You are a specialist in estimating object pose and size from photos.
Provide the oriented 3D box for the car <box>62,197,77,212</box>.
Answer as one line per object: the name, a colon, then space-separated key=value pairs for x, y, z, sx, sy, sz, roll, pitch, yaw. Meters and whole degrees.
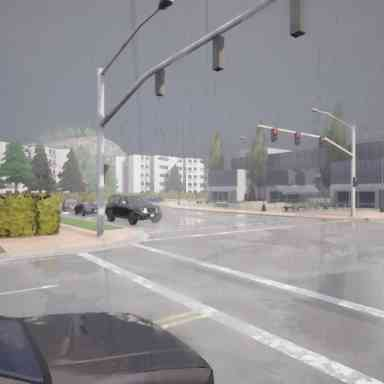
car: x=-14.441 y=1.526 z=39.688 sx=1.812 sy=1.442 sz=4.674 roll=0 pitch=0 yaw=-24

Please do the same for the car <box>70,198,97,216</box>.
car: x=-9.967 y=1.564 z=32.116 sx=1.994 sy=1.385 sz=4.181 roll=0 pitch=0 yaw=-34

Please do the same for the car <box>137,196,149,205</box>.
car: x=-8.522 y=1.502 z=57.717 sx=1.837 sy=1.490 sz=4.892 roll=0 pitch=-1 yaw=-6

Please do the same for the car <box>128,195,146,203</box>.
car: x=-11.341 y=1.477 z=68.902 sx=1.882 sy=1.535 sz=5.008 roll=0 pitch=0 yaw=14

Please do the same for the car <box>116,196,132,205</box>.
car: x=-12.025 y=1.491 z=58.870 sx=2.128 sy=1.511 sz=4.902 roll=0 pitch=0 yaw=-4

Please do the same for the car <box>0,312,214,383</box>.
car: x=-2.343 y=1.547 z=2.094 sx=5.357 sy=1.411 sz=2.033 roll=0 pitch=0 yaw=-35

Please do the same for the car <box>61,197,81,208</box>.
car: x=-17.858 y=1.492 z=49.302 sx=2.128 sy=1.511 sz=4.902 roll=0 pitch=0 yaw=-13

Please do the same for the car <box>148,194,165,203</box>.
car: x=-7.498 y=1.354 z=70.950 sx=2.097 sy=1.767 sz=4.553 roll=0 pitch=0 yaw=17

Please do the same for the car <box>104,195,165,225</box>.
car: x=-4.427 y=1.221 z=24.513 sx=2.150 sy=2.045 sz=5.566 roll=0 pitch=0 yaw=-40
